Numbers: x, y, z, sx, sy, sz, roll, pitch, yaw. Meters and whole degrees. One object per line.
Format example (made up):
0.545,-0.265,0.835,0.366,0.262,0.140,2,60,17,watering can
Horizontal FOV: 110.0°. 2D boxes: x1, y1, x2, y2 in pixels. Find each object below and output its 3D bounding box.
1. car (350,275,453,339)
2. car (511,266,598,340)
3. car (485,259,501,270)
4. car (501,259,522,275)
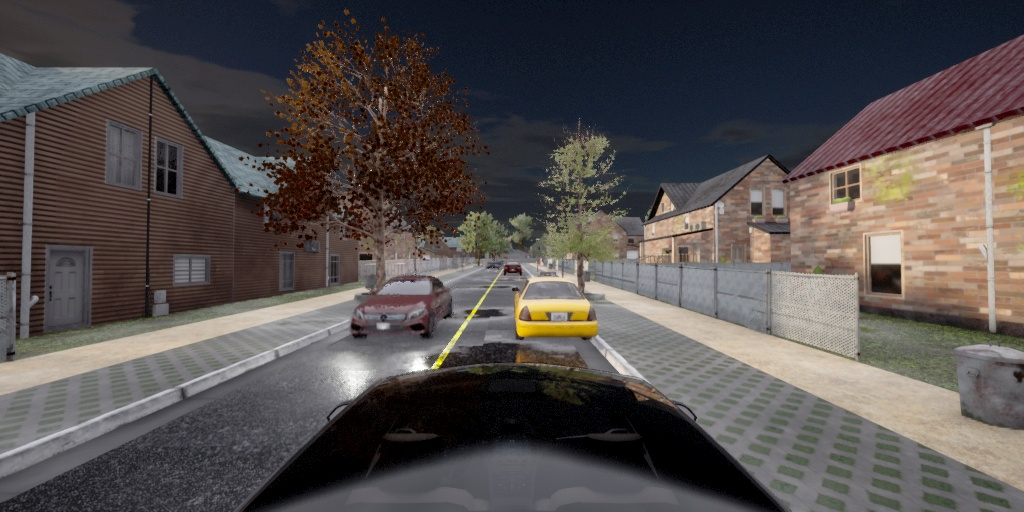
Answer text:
-2.835,1.280,10.199,1.812,1.442,4.674,0,0,0,car
0.964,1.210,9.873,1.801,1.575,5.366,0,0,0,car
-2.829,1.359,53.245,1.994,1.385,4.181,0,0,0,car
0.089,1.254,38.814,1.882,1.535,5.008,0,0,0,car
